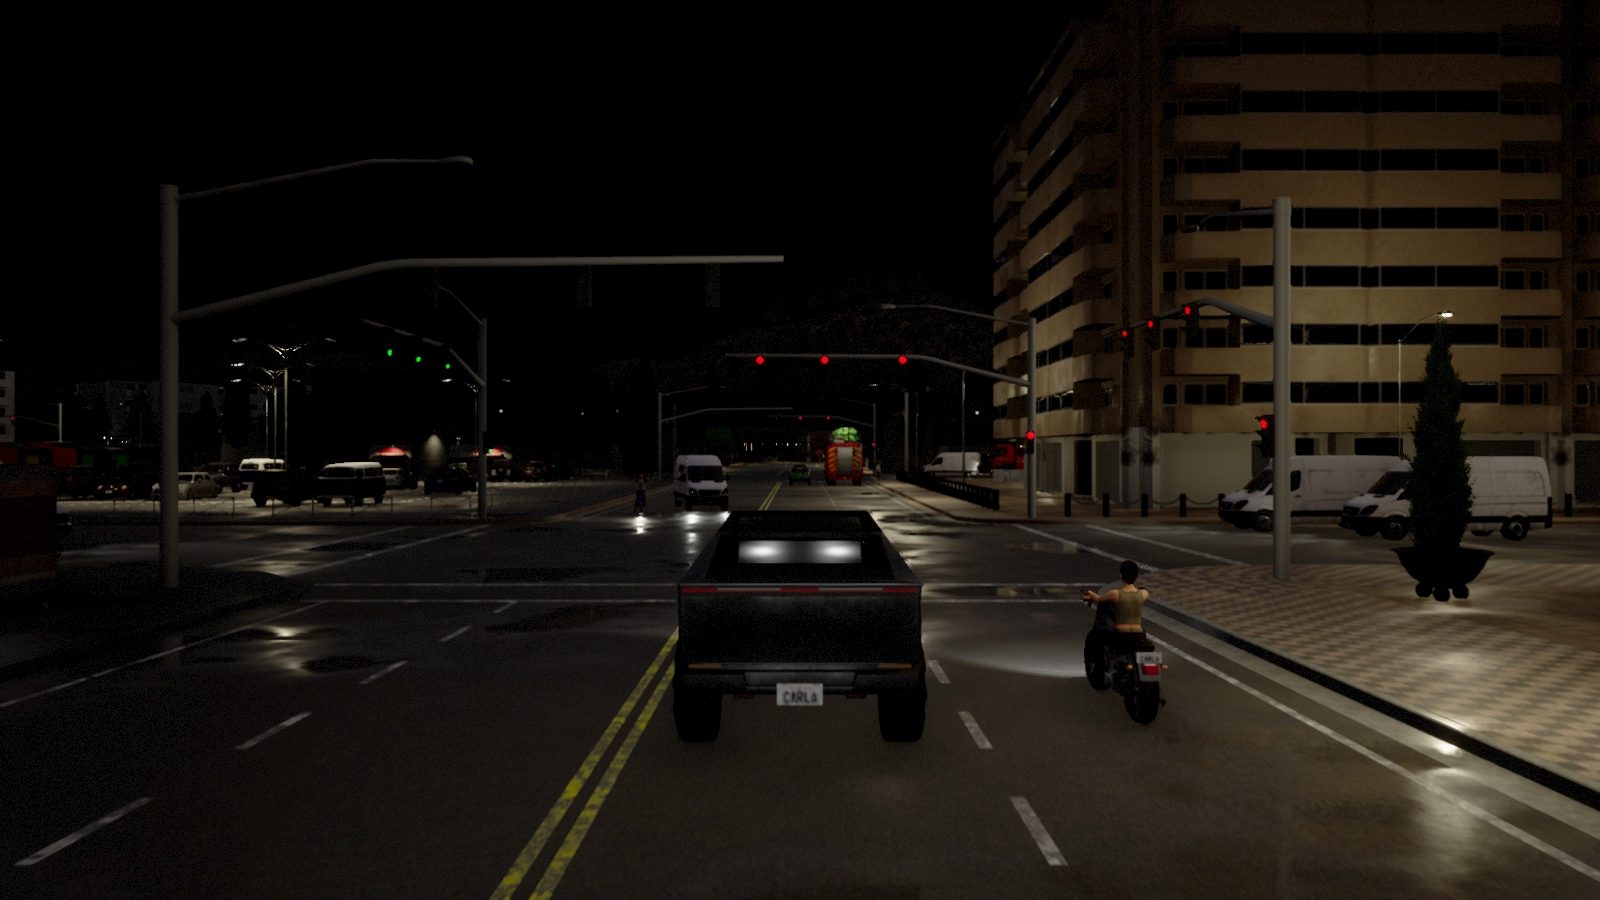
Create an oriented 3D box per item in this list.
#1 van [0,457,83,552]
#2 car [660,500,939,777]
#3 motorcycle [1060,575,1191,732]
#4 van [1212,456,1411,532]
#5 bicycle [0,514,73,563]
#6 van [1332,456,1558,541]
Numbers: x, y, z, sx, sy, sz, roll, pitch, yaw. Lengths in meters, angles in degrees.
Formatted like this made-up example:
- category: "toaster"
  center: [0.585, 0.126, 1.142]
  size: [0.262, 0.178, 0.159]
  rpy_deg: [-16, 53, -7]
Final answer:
- category: "van"
  center: [-23.475, 1.475, 31.718]
  size: [5.915, 2.561, 1.988]
  rpy_deg: [0, 0, 0]
- category: "car"
  center: [-0.001, 1.752, 12.935]
  size: [2.390, 2.098, 6.274]
  rpy_deg: [0, 0, 0]
- category: "motorcycle"
  center: [3.501, 2.153, 12.518]
  size: [0.764, 1.307, 2.356]
  rpy_deg: [0, 0, 0]
- category: "van"
  center: [17.452, 1.475, 39.163]
  size: [5.915, 2.561, 1.988]
  rpy_deg: [0, 0, 0]
- category: "bicycle"
  center: [-18.971, 2.174, 28.226]
  size: [1.487, 1.126, 0.859]
  rpy_deg: [0, 0, 0]
- category: "van"
  center: [20.048, 1.475, 35.676]
  size: [5.915, 2.561, 1.988]
  rpy_deg: [0, 0, 0]
